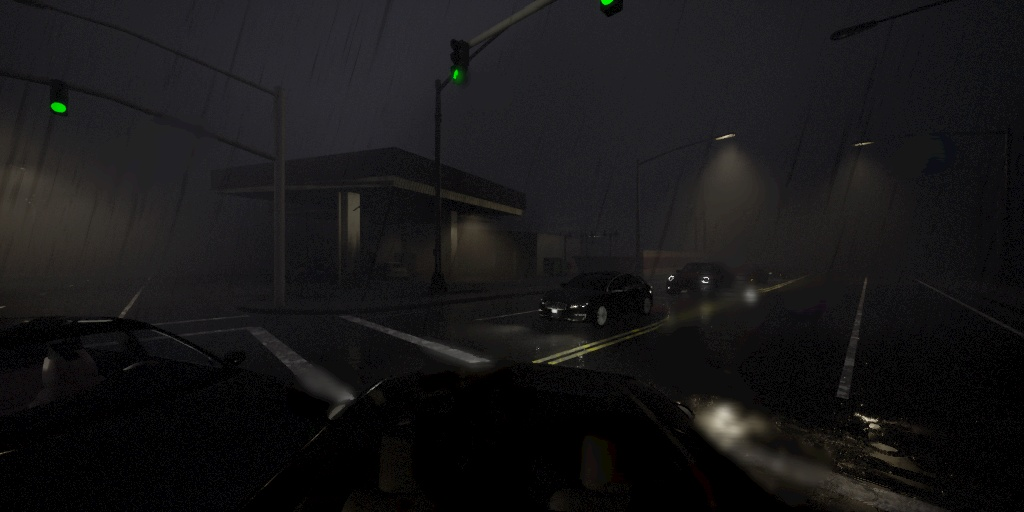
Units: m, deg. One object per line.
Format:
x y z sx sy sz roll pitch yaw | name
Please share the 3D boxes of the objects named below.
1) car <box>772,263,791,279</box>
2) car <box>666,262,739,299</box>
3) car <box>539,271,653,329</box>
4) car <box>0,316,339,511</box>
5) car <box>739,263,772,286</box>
23.741 1.314 32.365 4.181 1.385 1.994 0 0 -45 | car
9.698 1.102 18.384 4.553 1.767 2.097 0 0 -45 | car
2.867 1.255 11.530 1.837 1.490 4.892 0 0 45 | car
-3.424 1.242 2.505 4.902 1.511 2.128 0 0 15 | car
16.616 1.314 25.303 1.994 1.385 4.181 0 0 44 | car
